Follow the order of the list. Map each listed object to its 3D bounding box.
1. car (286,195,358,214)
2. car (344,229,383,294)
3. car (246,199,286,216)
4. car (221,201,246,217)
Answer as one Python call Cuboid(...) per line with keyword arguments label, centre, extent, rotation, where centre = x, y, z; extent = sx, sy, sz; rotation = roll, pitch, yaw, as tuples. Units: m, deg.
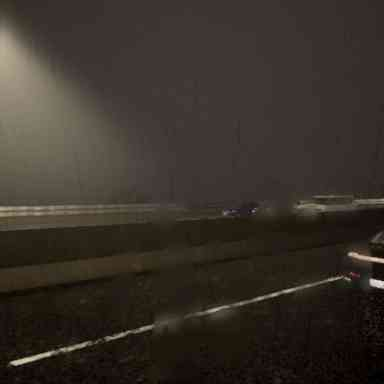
Cuboid(label="car", centre=(9.496, 1.245, 23.484), extent=(5.566, 2.045, 2.150), rotation=(0, 0, -35))
Cuboid(label="car", centre=(5.448, 1.499, 7.591), extent=(4.902, 1.511, 2.128), rotation=(0, 0, -35))
Cuboid(label="car", centre=(6.802, 1.373, 25.869), extent=(4.553, 1.767, 2.097), rotation=(0, 0, -35))
Cuboid(label="car", centre=(4.604, 1.545, 28.606), extent=(4.674, 1.442, 1.812), rotation=(0, 0, -35))
